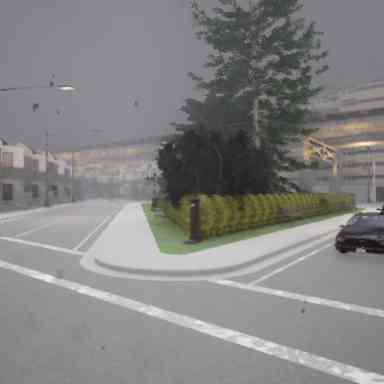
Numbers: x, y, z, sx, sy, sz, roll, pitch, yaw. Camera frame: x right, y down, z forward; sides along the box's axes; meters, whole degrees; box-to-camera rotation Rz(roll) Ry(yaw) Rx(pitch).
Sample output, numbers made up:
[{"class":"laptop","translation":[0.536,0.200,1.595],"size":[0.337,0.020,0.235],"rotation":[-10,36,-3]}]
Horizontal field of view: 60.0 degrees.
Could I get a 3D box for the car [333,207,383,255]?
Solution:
[{"class":"car","translation":[7.096,1.534,13.055],"size":[2.033,1.411,5.357],"rotation":[0,0,36]}]
